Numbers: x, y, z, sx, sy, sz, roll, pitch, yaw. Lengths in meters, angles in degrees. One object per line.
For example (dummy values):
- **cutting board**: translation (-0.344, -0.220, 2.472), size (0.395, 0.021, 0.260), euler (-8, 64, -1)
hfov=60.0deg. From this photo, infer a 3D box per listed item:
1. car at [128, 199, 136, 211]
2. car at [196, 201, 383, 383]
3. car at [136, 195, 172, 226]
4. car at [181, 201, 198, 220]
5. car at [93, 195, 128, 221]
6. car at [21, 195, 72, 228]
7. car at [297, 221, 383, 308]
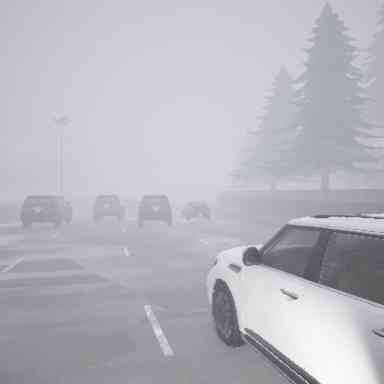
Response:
- **car**: translation (-7.737, 1.541, 41.503), size (2.033, 1.411, 5.357), euler (0, 0, -1)
- **car**: translation (1.997, 1.219, 3.542), size (2.150, 2.045, 5.566), euler (0, 0, -18)
- **car**: translation (-2.679, 1.218, 23.507), size (2.150, 2.045, 5.566), euler (0, 0, -9)
- **car**: translation (0.289, 1.500, 27.700), size (1.837, 1.490, 4.892), euler (0, 0, -8)
- **car**: translation (-6.730, 1.219, 27.430), size (2.150, 2.045, 5.566), euler (0, 0, -8)
- **car**: translation (-9.562, 1.218, 22.262), size (2.150, 2.045, 5.566), euler (0, 0, -9)
- **car**: translation (4.635, 1.546, 6.917), size (2.033, 1.411, 5.357), euler (0, 0, -16)
